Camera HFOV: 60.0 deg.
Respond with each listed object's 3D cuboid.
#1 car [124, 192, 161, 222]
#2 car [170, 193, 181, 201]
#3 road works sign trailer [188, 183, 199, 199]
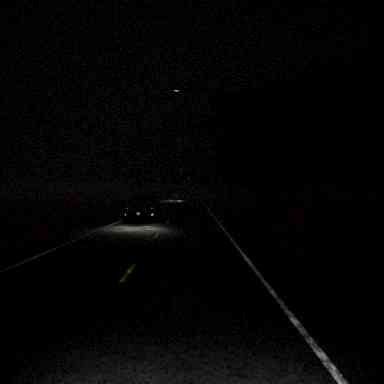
[{"bbox_3d":[-3.539,1.050,24.727,2.150,2.045,5.566,0,0,0],"label":"car"},{"bbox_3d":[-3.340,0.954,67.034,1.812,1.442,4.674,0,1,0],"label":"car"},{"bbox_3d":[0.197,-0.191,74.653,2.380,3.560,2.880,0,1,1],"label":"road works sign trailer"}]
